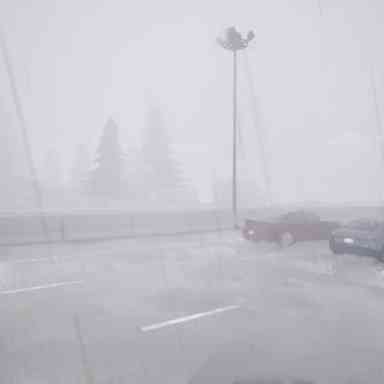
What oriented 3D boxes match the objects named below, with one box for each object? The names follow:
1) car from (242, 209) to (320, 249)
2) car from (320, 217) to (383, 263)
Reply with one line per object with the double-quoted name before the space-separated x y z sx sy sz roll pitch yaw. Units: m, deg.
"car" 4.533 1.500 14.732 5.008 1.535 1.882 0 0 -31
"car" 6.966 1.598 12.086 4.181 1.385 1.994 0 0 -30
